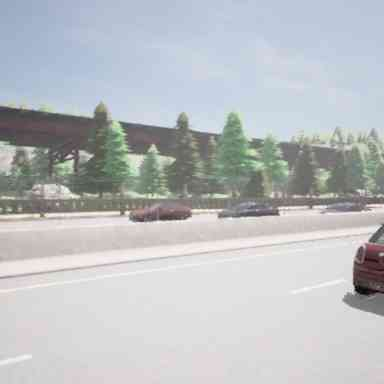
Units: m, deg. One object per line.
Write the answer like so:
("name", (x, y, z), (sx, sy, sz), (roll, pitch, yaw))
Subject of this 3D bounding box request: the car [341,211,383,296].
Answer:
("car", (5.677, 1.379, 7.456), (4.553, 1.767, 2.097), (0, 0, -34))

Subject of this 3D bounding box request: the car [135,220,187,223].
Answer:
("car", (-2.126, 1.458, 23.540), (4.674, 1.442, 1.812), (0, 0, -33))

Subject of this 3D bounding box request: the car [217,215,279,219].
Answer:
("car", (4.002, 1.486, 23.382), (4.892, 1.490, 1.837), (0, 0, -33))

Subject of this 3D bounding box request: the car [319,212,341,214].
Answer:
("car", (10.887, 1.541, 23.720), (4.892, 1.490, 1.837), (1, 0, -33))
